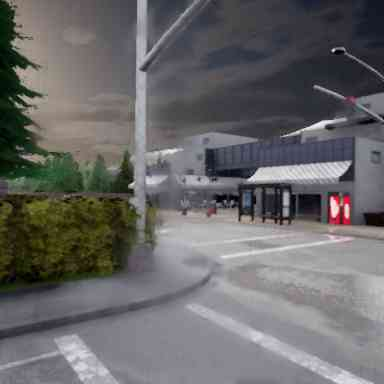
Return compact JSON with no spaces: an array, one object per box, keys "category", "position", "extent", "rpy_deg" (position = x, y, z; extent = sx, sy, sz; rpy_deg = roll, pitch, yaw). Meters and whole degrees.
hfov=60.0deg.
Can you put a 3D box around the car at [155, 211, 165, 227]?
[{"category":"car","position":[-3.595,1.480,22.049],"extent":[1.812,1.442,4.674],"rpy_deg":[1,-1,-36]}]

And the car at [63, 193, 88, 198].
[{"category":"car","position":[-11.309,1.177,32.918],"extent":[2.150,2.045,5.566],"rpy_deg":[1,0,-35]}]
